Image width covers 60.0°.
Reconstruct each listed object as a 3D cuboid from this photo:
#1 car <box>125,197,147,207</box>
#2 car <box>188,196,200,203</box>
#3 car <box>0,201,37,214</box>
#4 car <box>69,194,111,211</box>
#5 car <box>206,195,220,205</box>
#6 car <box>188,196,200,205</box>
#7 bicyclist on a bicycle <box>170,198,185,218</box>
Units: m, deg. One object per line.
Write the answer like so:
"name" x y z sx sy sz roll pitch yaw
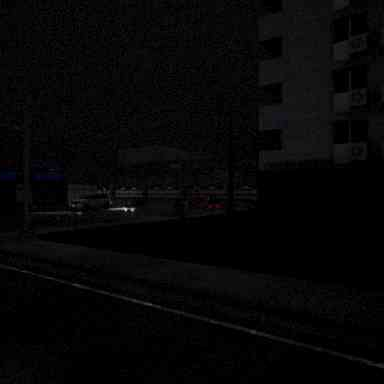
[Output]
"car" -8.387 1.491 50.014 2.128 1.511 4.902 0 0 15
"car" 0.354 1.564 67.487 1.994 1.385 4.181 0 0 -8
"car" -17.921 1.601 32.486 1.895 1.301 4.718 0 0 35
"car" -12.335 1.221 40.738 2.150 2.045 5.566 0 0 29
"car" 3.882 1.526 58.485 1.812 1.442 4.674 0 0 4
"car" 0.410 1.564 59.076 1.994 1.385 4.181 0 0 4
"bicyclist on a bicycle" -1.204 1.300 27.316 1.656 1.620 0.582 0 0 36
